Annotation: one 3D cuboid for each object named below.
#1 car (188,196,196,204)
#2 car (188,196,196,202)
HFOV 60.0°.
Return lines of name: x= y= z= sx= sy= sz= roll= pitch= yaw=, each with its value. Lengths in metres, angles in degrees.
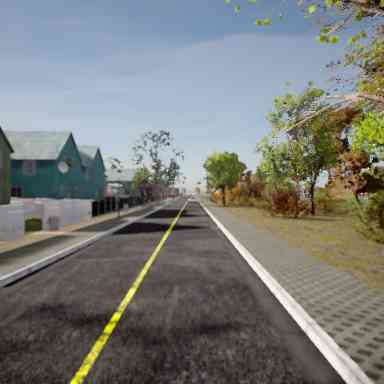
car: x=-0.004 y=1.943 z=75.362 sx=1.895 sy=1.301 sz=4.718 roll=0 pitch=0 yaw=0
car: x=-0.004 y=1.830 z=85.357 sx=2.033 sy=1.411 sz=5.357 roll=0 pitch=0 yaw=0
